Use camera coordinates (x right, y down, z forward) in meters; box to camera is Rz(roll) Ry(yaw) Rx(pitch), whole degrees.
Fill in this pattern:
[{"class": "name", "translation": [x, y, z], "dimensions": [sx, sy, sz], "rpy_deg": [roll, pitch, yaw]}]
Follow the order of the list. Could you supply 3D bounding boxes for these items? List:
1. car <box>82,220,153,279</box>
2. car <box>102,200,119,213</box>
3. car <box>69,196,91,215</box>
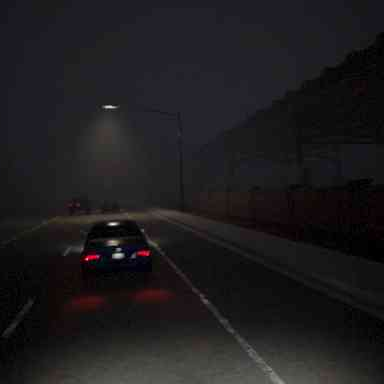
[{"class": "car", "translation": [-2.383, 1.596, 10.426], "dimensions": [2.033, 1.411, 5.357], "rpy_deg": [-2, 0, -14]}, {"class": "car", "translation": [-9.925, 1.692, 40.584], "dimensions": [1.882, 1.535, 5.008], "rpy_deg": [-2, 0, -14]}, {"class": "car", "translation": [-13.267, 1.562, 39.497], "dimensions": [2.150, 2.045, 5.566], "rpy_deg": [-2, 0, -14]}]
